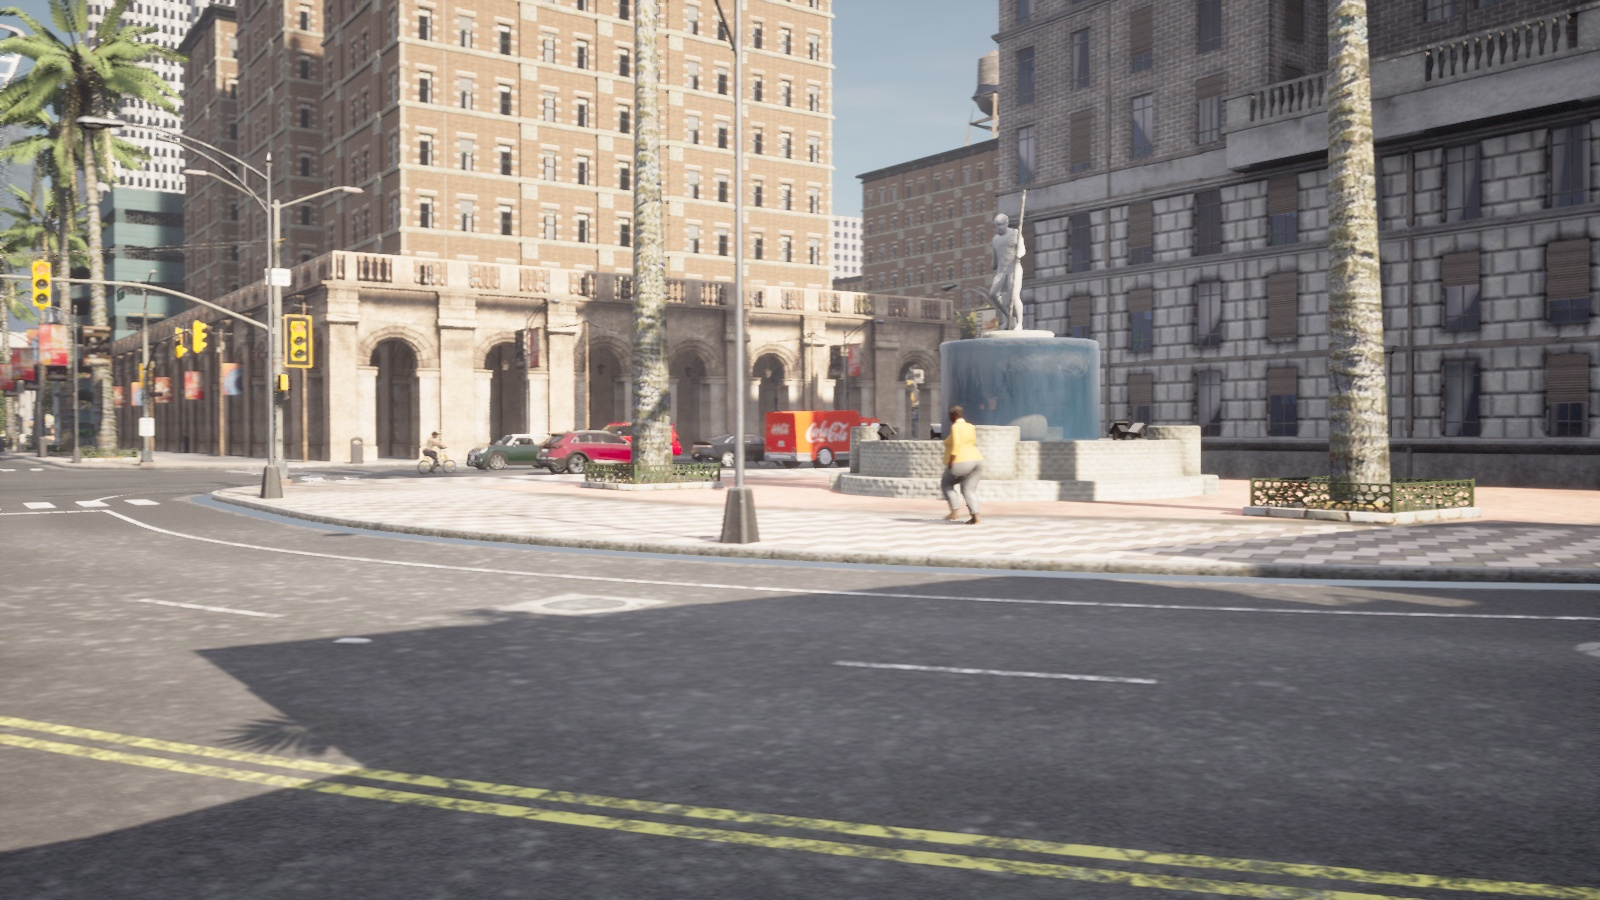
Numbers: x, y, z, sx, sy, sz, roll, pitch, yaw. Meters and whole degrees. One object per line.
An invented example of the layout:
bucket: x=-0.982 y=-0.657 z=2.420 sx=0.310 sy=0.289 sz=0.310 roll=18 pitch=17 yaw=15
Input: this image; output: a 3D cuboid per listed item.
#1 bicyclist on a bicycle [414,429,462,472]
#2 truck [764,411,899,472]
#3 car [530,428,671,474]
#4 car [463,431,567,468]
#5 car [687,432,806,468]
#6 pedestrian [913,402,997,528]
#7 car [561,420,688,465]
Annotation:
bicyclist on a bicycle: x=-13.619 y=0.007 z=47.258 sx=1.509 sy=1.612 sz=0.866 roll=0 pitch=1 yaw=-35
truck: x=1.372 y=-0.423 z=53.512 sx=5.204 sy=2.467 sz=2.627 roll=-1 pitch=2 yaw=-36
car: x=-7.480 y=0.026 z=47.343 sx=4.856 sy=1.649 sz=2.033 roll=0 pitch=1 yaw=-35
car: x=-11.962 y=-0.040 z=52.695 sx=3.806 sy=1.475 sz=1.970 roll=0 pitch=1 yaw=-35
car: x=-2.325 y=-0.043 z=55.195 sx=4.902 sy=1.511 sz=2.128 roll=0 pitch=1 yaw=-36
pedestrian: x=2.363 y=0.211 z=19.139 sx=0.874 sy=1.855 sz=0.900 roll=-1 pitch=1 yaw=-43
car: x=-8.298 y=-0.365 z=59.508 sx=5.566 sy=2.045 sz=2.150 roll=0 pitch=1 yaw=-35
